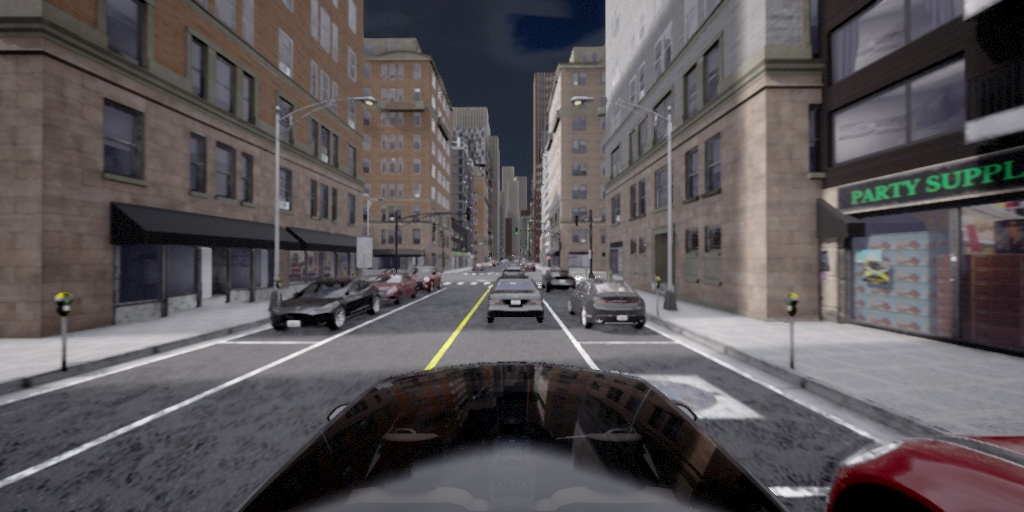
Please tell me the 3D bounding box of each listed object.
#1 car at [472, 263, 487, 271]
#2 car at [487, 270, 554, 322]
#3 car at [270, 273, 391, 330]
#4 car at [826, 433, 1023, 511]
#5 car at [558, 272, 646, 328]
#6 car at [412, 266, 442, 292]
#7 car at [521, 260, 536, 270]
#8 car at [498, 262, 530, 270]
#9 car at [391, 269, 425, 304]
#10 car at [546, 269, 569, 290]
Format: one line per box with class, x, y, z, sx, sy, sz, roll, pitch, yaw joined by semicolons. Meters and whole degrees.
car;-5.619;1.867;59.590;1.802;1.307;4.207;0;0;0
car;0.104;1.392;12.773;2.033;1.411;5.357;0;-1;0
car;-5.665;1.400;11.488;1.948;1.339;4.313;0;0;0
car;2.858;1.179;0.483;1.967;1.591;4.097;0;0;0
car;2.860;1.384;11.486;2.007;1.370;4.403;0;0;0
car;-5.663;1.370;22.490;1.967;1.591;4.097;0;0;0
car;2.906;1.725;59.575;1.967;1.591;4.097;0;0;0
car;0.109;1.489;30.210;2.128;1.511;4.902;0;0;0
car;-5.664;1.464;16.989;1.802;1.307;4.207;0;0;0
car;2.863;1.495;22.488;1.948;1.339;4.313;0;0;0
